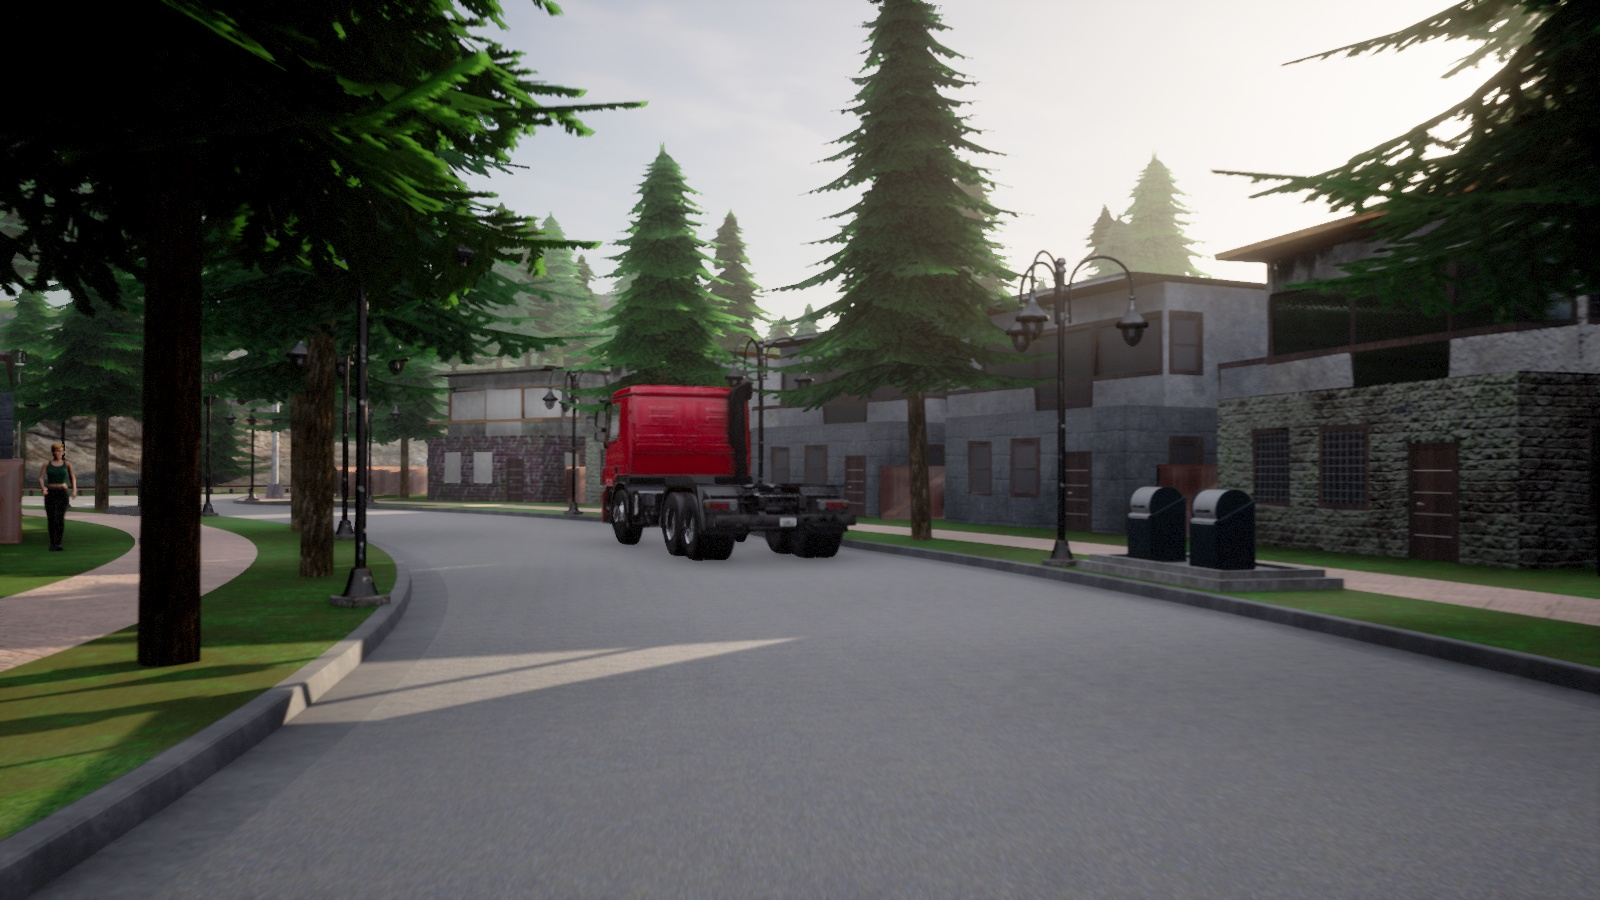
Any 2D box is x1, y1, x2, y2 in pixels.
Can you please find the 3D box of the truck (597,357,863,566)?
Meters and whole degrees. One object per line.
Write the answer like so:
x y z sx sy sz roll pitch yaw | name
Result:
-1.730 0.260 25.080 2.891 3.462 7.936 0 -1 -22 | truck

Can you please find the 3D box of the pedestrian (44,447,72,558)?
-12.517 0.874 21.198 0.345 1.836 0.594 0 -1 -25 | pedestrian
